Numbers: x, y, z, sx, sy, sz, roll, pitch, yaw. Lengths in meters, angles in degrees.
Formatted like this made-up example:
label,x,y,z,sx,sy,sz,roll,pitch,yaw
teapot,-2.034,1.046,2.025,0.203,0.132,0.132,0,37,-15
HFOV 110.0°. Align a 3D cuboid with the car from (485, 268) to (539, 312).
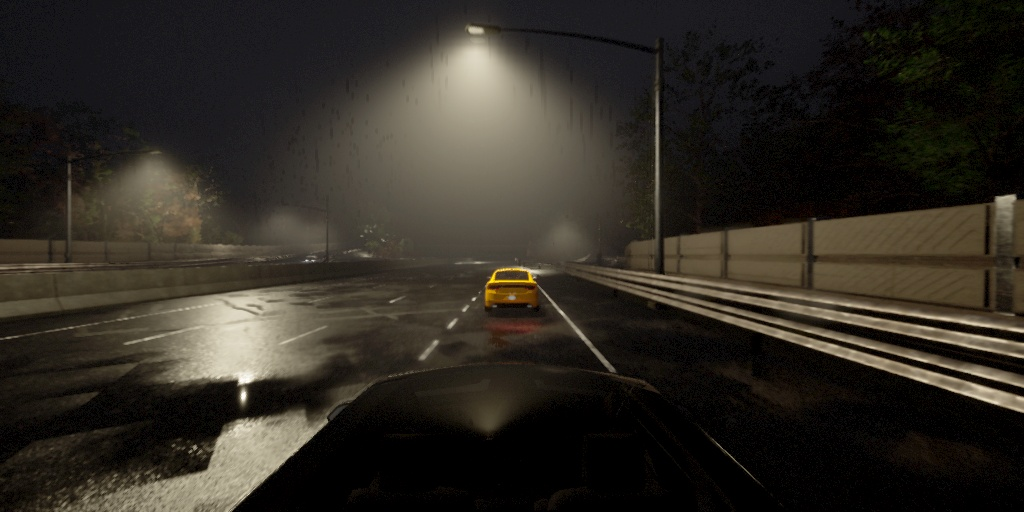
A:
label,x,y,z,sx,sy,sz,roll,pitch,yaw
car,0.000,1.225,14.348,1.882,1.535,5.008,0,0,0
